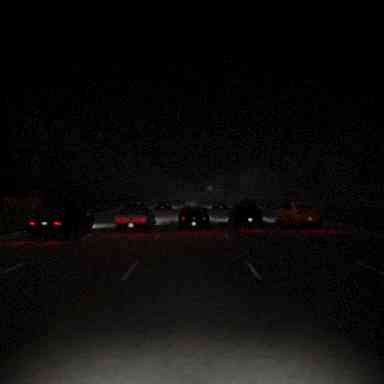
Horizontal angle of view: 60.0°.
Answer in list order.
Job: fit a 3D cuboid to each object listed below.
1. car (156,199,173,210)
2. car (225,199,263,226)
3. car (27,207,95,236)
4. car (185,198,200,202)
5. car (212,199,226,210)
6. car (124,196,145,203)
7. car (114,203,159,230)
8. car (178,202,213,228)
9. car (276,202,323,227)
[{"bbox_3d":[-3.466,1.536,41.399,1.895,1.301,4.718,0,0,1],"label":"car"},{"bbox_3d":[3.606,1.467,22.985,1.837,1.490,4.892,0,0,0],"label":"car"},{"bbox_3d":[-6.895,1.518,18.044,2.033,1.411,5.357,0,0,0],"label":"car"},{"bbox_3d":[0.043,1.459,42.379,1.812,1.442,4.674,0,0,1],"label":"car"},{"bbox_3d":[3.544,1.535,42.215,1.895,1.301,4.718,0,0,1],"label":"car"},{"bbox_3d":[-6.979,1.287,40.804,2.097,1.767,4.553,0,0,0],"label":"car"},{"bbox_3d":[-3.394,1.568,20.725,1.895,1.301,4.718,0,0,0],"label":"car"},{"bbox_3d":[0.106,1.567,21.614,1.895,1.301,4.718,0,0,0],"label":"car"},{"bbox_3d":[7.106,1.443,22.480,1.882,1.535,5.008,0,0,0],"label":"car"}]
